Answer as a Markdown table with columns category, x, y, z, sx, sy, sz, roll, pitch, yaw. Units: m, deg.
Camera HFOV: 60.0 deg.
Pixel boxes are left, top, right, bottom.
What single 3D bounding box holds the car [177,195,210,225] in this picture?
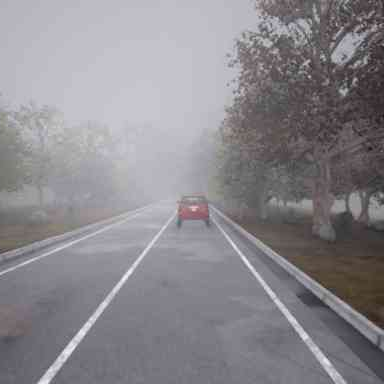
| category | x | y | z | sx | sy | sz | roll | pitch | yaw |
| --- | --- | --- | --- | --- | --- | --- | --- | --- | --- |
| car | 0.103 | 1.208 | 23.920 | 2.150 | 2.045 | 5.566 | 0 | 0 | 0 |

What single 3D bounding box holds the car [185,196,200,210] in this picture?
| category | x | y | z | sx | sy | sz | roll | pitch | yaw |
| --- | --- | --- | --- | --- | --- | --- | --- | --- | --- |
| car | 0.106 | 1.395 | 43.419 | 1.882 | 1.535 | 5.008 | 0 | 0 | 0 |
